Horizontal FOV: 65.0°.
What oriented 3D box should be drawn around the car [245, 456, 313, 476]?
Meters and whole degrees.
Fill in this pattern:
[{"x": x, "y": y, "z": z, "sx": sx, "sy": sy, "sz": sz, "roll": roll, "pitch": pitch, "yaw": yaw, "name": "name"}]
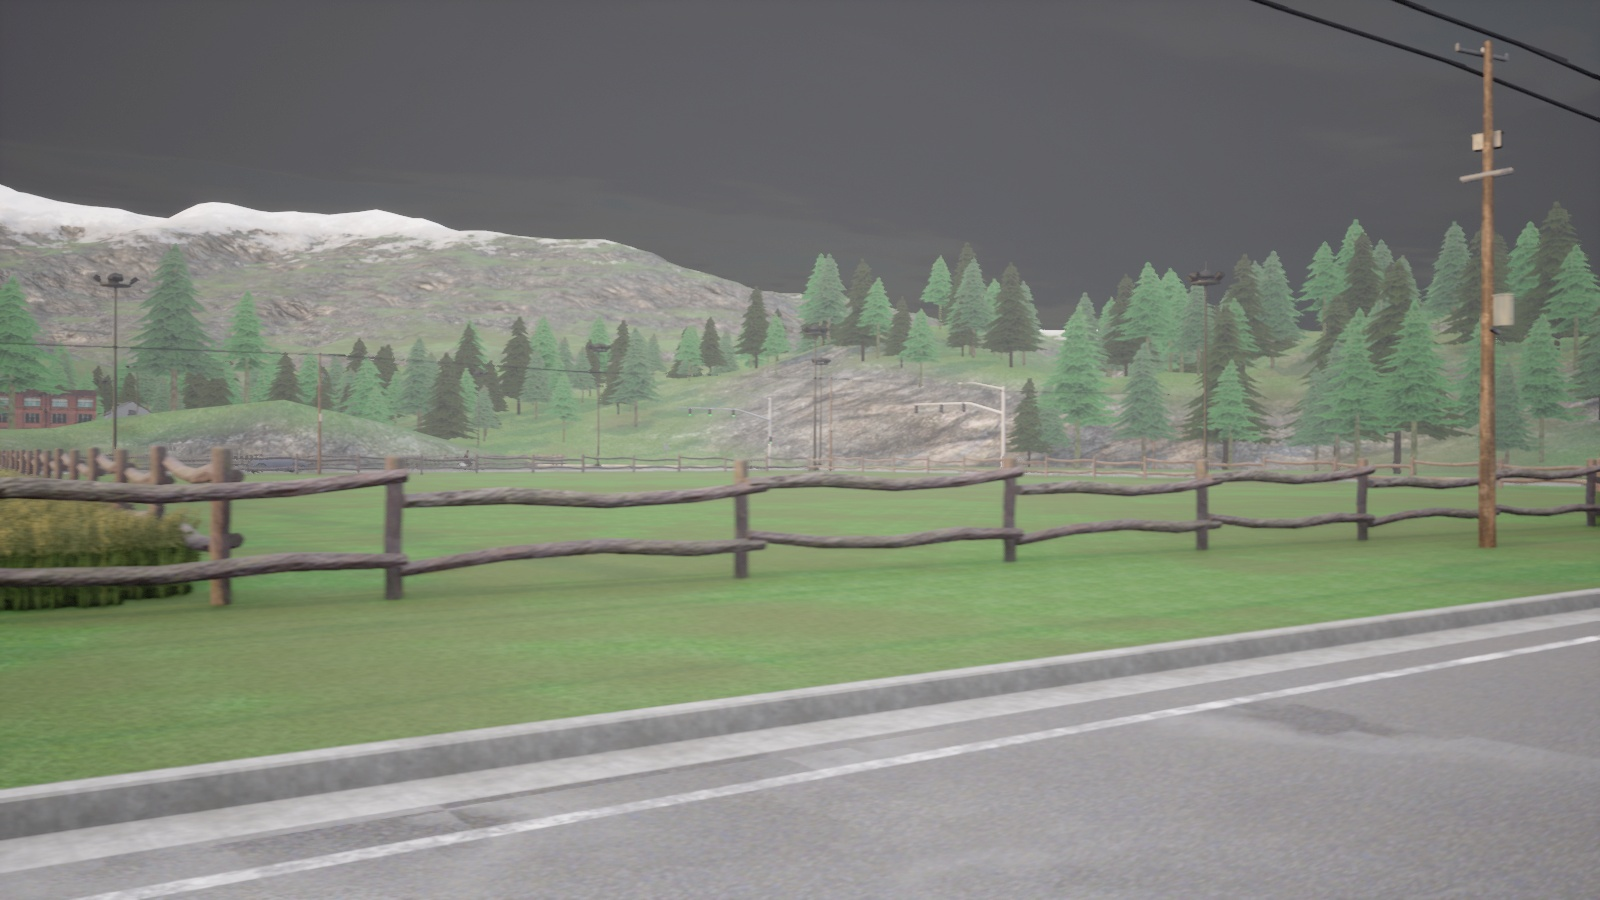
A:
[{"x": -37.759, "y": 1.161, "z": 91.014, "sx": 4.181, "sy": 1.385, "sz": 1.994, "roll": 0, "pitch": 0, "yaw": -35, "name": "car"}]
